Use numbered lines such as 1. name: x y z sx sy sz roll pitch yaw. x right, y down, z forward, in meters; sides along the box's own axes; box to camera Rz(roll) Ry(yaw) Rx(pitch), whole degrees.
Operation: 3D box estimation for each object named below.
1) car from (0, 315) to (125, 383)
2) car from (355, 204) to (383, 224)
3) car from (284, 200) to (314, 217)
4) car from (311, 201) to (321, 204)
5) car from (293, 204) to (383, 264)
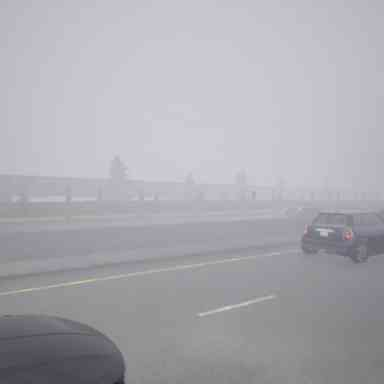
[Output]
1. car: -2.788 1.483 1.759 5.008 1.535 1.882 -1 0 -35
2. car: 15.951 1.811 28.238 4.674 1.442 1.812 1 0 -36
3. car: 11.397 1.631 33.598 4.553 1.767 2.097 1 0 -35
4. car: 13.848 1.831 31.056 5.357 1.411 2.033 1 0 -35
5. car: 6.190 1.460 12.458 4.553 1.767 2.097 1 0 -35
